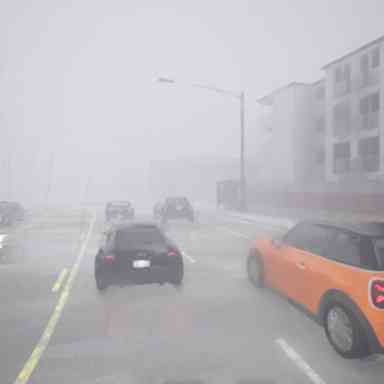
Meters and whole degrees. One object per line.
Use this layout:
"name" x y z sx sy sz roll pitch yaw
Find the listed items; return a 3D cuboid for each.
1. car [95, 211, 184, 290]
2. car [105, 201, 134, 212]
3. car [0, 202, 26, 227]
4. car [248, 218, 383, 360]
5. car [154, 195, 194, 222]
"car" -1.494 1.445 8.911 1.994 1.385 4.181 0 1 -13
"car" -5.335 1.286 24.233 1.895 1.301 4.718 0 1 -15
"car" -11.722 1.304 20.509 2.033 1.411 5.357 0 1 -14
"car" 2.650 1.257 6.123 2.097 1.767 4.553 0 1 -11
"car" -1.348 1.044 22.798 2.097 1.767 4.553 0 1 -15
